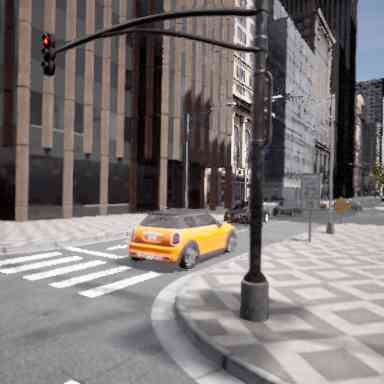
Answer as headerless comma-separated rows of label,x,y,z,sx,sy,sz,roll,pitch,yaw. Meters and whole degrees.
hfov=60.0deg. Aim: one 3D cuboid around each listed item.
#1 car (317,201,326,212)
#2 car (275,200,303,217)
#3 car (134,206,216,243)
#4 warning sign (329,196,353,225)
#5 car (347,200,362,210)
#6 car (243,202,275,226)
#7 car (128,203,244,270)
car,14.875,1.678,40.449,1.895,1.301,4.718,1,1,34
car,9.215,1.544,31.891,1.837,1.490,4.892,1,1,33
car,-0.720,1.533,16.764,1.994,1.385,4.181,1,1,33
warning sign,10.279,1.254,22.911,1.300,1.860,1.060,1,0,33
car,21.930,1.738,45.471,1.994,1.385,4.181,2,1,34
car,4.041,1.507,24.012,1.837,1.490,4.892,1,1,33
car,-0.115,1.378,11.620,2.097,1.767,4.553,2,1,30
